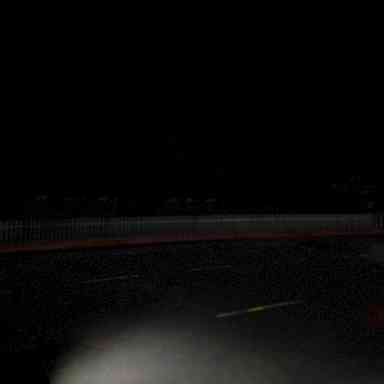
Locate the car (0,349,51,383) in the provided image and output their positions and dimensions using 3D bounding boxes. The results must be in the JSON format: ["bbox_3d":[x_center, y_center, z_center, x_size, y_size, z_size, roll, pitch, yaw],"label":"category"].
[{"bbox_3d":[-3.026,1.501,1.327,4.674,1.442,1.812,1,0,-37],"label":"car"}]
